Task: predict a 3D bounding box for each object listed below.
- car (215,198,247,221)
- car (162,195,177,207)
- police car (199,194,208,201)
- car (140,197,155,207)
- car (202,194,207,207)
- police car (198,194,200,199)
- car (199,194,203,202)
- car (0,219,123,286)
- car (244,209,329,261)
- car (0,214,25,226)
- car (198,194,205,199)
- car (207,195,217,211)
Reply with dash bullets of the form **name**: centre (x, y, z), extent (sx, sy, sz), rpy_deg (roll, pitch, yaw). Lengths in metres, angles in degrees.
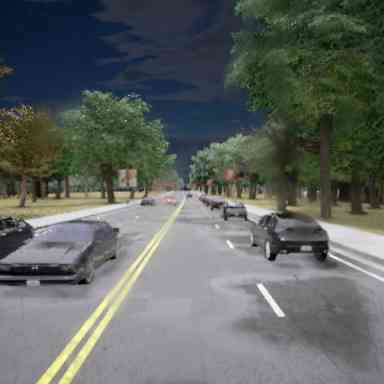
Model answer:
- **car**: centre (3.330, 1.466, 27.086), extent (2.128, 1.511, 4.902), rpy_deg (0, 0, 0)
- **car**: centre (-3.443, 1.307, 51.267), extent (2.097, 1.767, 4.553), rpy_deg (0, 0, 0)
- **police car**: centre (2.795, 1.361, 84.257), extent (2.038, 1.542, 4.974), rpy_deg (0, 0, -1)
- **car**: centre (-6.692, 1.503, 50.815), extent (2.033, 1.411, 5.357), rpy_deg (0, 0, 0)
- **car**: centre (3.126, 1.458, 51.255), extent (2.163, 1.488, 4.792), rpy_deg (0, 0, 0)
- **police car**: centre (2.930, 1.405, 73.247), extent (2.038, 1.542, 4.974), rpy_deg (0, 0, -1)
- **car**: centre (3.040, 1.436, 62.266), extent (2.163, 1.488, 4.792), rpy_deg (0, 0, -1)
- **car**: centre (-3.354, 1.536, 9.695), extent (2.033, 1.411, 5.357), rpy_deg (0, 0, 0)
- **car**: centre (3.351, 1.485, 12.212), extent (1.837, 1.490, 4.892), rpy_deg (0, -2, 0)
- **car**: centre (-6.604, 1.493, 10.223), extent (1.837, 1.490, 4.892), rpy_deg (0, 0, 0)
- **car**: centre (2.636, 1.284, 95.266), extent (1.882, 1.535, 5.008), rpy_deg (0, 0, -1)
- **car**: centre (3.189, 1.444, 40.214), extent (1.882, 1.535, 5.008), rpy_deg (0, 0, 0)
